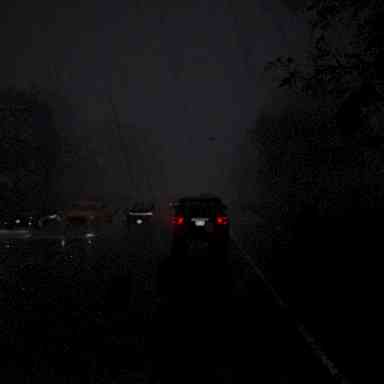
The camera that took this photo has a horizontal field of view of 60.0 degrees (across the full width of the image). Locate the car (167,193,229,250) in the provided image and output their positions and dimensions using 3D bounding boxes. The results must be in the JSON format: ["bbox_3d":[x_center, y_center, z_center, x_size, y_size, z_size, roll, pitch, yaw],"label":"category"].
[{"bbox_3d":[0.374,1.193,14.410,2.150,2.045,5.566,0,0,2],"label":"car"}]

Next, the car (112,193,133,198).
[{"bbox_3d":[-8.738,1.136,41.035,2.150,2.045,5.566,0,0,5],"label":"car"}]

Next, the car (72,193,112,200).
[{"bbox_3d":[-9.552,1.157,30.704,2.150,2.045,5.566,0,0,4],"label":"car"}]

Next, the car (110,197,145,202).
[{"bbox_3d":[-6.021,1.461,30.994,1.812,1.442,4.674,0,0,4],"label":"car"}]

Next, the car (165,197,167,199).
[{"bbox_3d":[-1.615,1.465,40.704,2.033,1.411,5.357,0,0,5],"label":"car"}]

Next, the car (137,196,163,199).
[{"bbox_3d":[-5.231,1.480,41.044,1.994,1.385,4.181,0,0,5],"label":"car"}]

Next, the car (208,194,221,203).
[{"bbox_3d":[4.382,1.225,63.641,2.097,1.767,4.553,0,0,8],"label":"car"}]

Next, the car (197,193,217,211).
[{"bbox_3d":[1.888,1.140,40.585,2.150,2.045,5.566,0,0,5],"label":"car"}]

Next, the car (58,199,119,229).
[{"bbox_3d":[-6.540,1.432,21.691,1.882,1.535,5.008,0,0,3],"label":"car"}]

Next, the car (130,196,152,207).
[{"bbox_3d":[-7.764,1.387,51.361,2.128,1.511,4.902,0,0,6],"label":"car"}]

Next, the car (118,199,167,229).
[{"bbox_3d":[-2.865,1.448,21.199,2.128,1.511,4.902,0,0,2],"label":"car"}]

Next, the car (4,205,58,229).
[{"bbox_3d":[-10.058,1.518,21.362,1.994,1.385,4.181,0,0,3],"label":"car"}]

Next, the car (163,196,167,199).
[{"bbox_3d":[-4.243,1.373,51.374,1.882,1.535,5.008,0,0,6],"label":"car"}]
